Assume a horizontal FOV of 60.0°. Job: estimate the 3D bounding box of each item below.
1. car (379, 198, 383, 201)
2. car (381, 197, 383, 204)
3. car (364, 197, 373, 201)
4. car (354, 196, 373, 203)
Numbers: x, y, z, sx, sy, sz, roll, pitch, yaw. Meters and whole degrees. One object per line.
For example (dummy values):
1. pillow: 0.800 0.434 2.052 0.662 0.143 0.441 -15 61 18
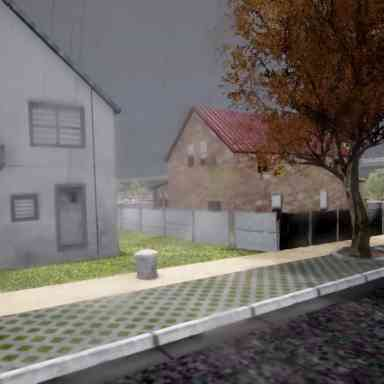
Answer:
1. car: 35.201 1.707 59.656 1.812 1.442 4.674 -2 0 1
2. car: 38.478 1.612 63.680 1.812 1.442 4.674 -2 0 0
3. car: 31.968 1.808 62.081 1.837 1.490 4.892 -2 0 0
4. car: 38.577 1.680 74.974 1.895 1.301 4.718 -2 0 0
